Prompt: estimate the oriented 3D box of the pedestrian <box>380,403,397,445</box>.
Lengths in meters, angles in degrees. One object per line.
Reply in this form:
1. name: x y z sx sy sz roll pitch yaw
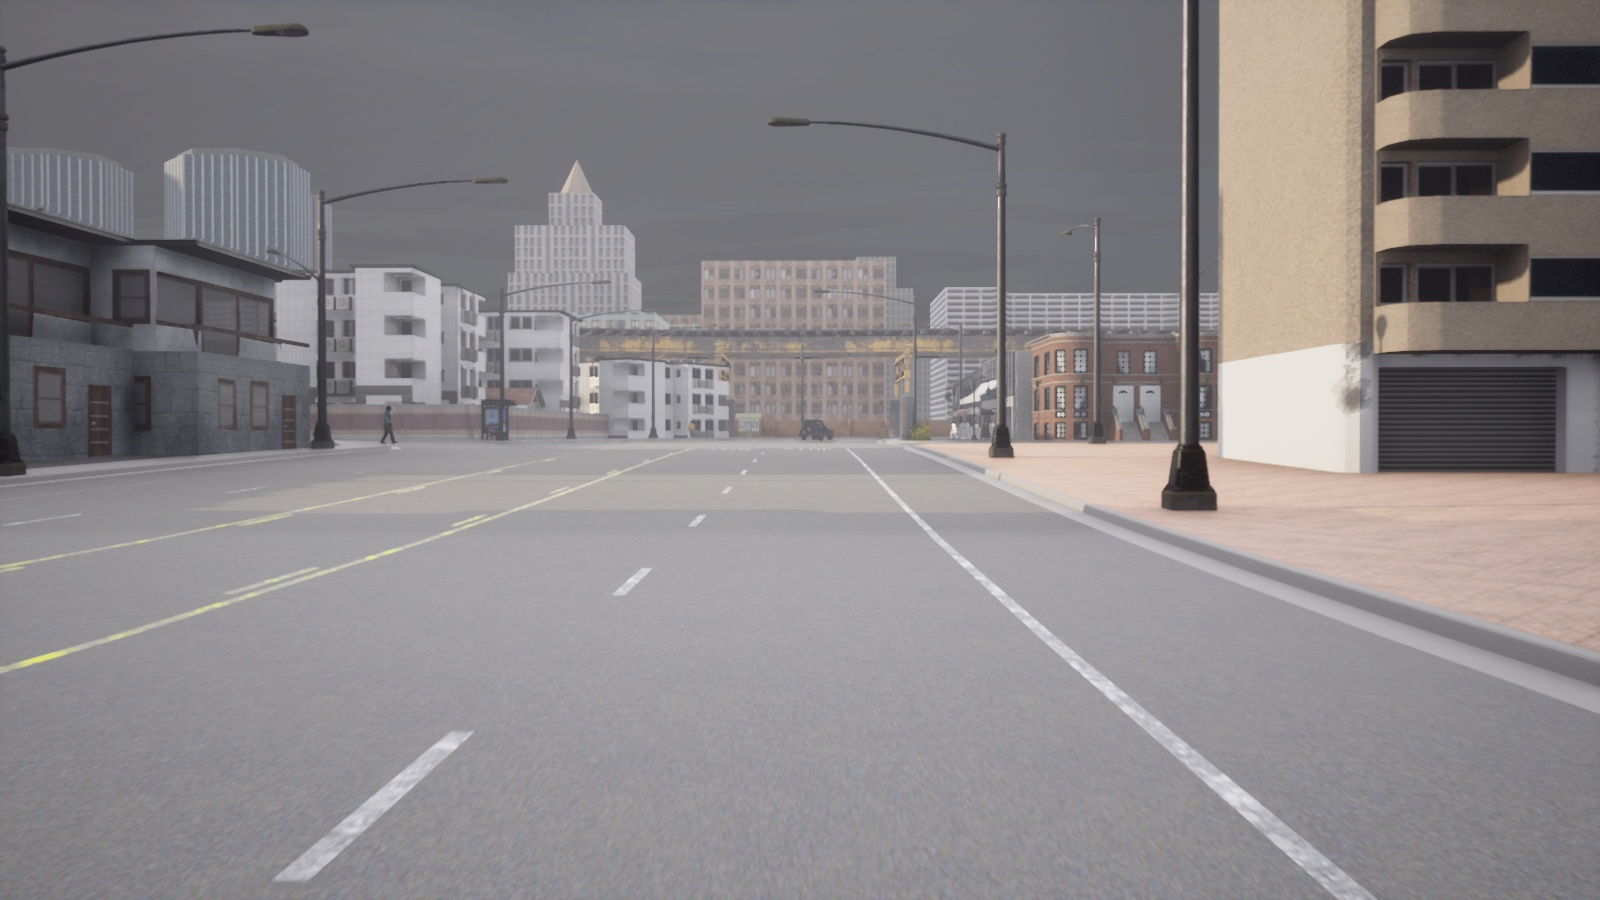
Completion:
1. pedestrian: -18.919 -1.199 57.716 0.692 1.930 0.396 0 1 -5
